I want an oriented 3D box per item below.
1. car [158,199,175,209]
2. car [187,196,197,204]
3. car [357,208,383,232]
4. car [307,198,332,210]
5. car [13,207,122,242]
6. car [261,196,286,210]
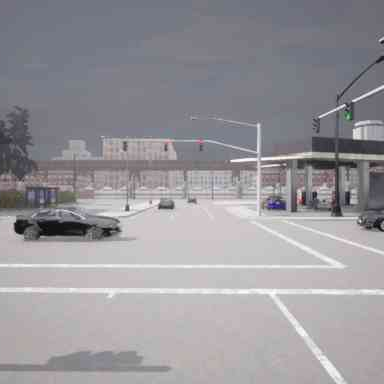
[{"bbox_3d":[-3.394,1.564,44.922,1.994,1.385,4.181,0,0,0],"label":"car"},{"bbox_3d":[0.022,1.547,64.404,2.033,1.411,5.357,0,0,0],"label":"car"},{"bbox_3d":[12.297,1.505,19.562,4.892,1.490,1.837,0,0,-1],"label":"car"},{"bbox_3d":[15.469,1.456,40.486,1.970,1.475,3.806,0,0,0],"label":"car"},{"bbox_3d":[-5.827,1.491,15.836,4.902,1.511,2.128,0,0,1],"label":"car"},{"bbox_3d":[9.724,1.295,39.725,2.242,1.667,4.611,0,0,0],"label":"car"}]
